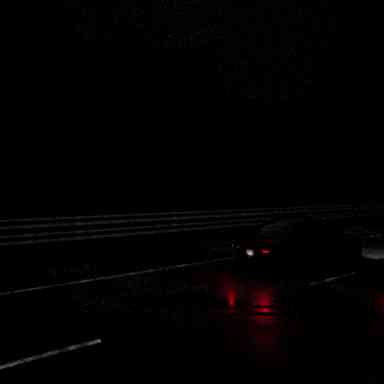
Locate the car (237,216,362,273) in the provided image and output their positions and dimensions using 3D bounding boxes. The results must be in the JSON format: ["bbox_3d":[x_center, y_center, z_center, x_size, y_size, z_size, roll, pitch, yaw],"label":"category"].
[{"bbox_3d":[3.470,1.486,10.525,4.674,1.442,1.812,0,0,-36],"label":"car"}]
